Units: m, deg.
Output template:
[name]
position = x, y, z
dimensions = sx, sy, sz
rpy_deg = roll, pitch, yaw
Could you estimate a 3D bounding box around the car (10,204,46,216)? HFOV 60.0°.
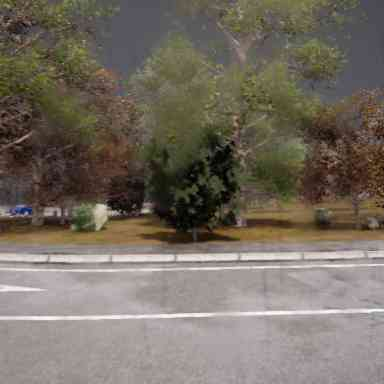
[car]
position = -21.175, 2.368, 43.125
dimensions = 1.882, 1.535, 5.008
rpy_deg = 0, -3, 15
